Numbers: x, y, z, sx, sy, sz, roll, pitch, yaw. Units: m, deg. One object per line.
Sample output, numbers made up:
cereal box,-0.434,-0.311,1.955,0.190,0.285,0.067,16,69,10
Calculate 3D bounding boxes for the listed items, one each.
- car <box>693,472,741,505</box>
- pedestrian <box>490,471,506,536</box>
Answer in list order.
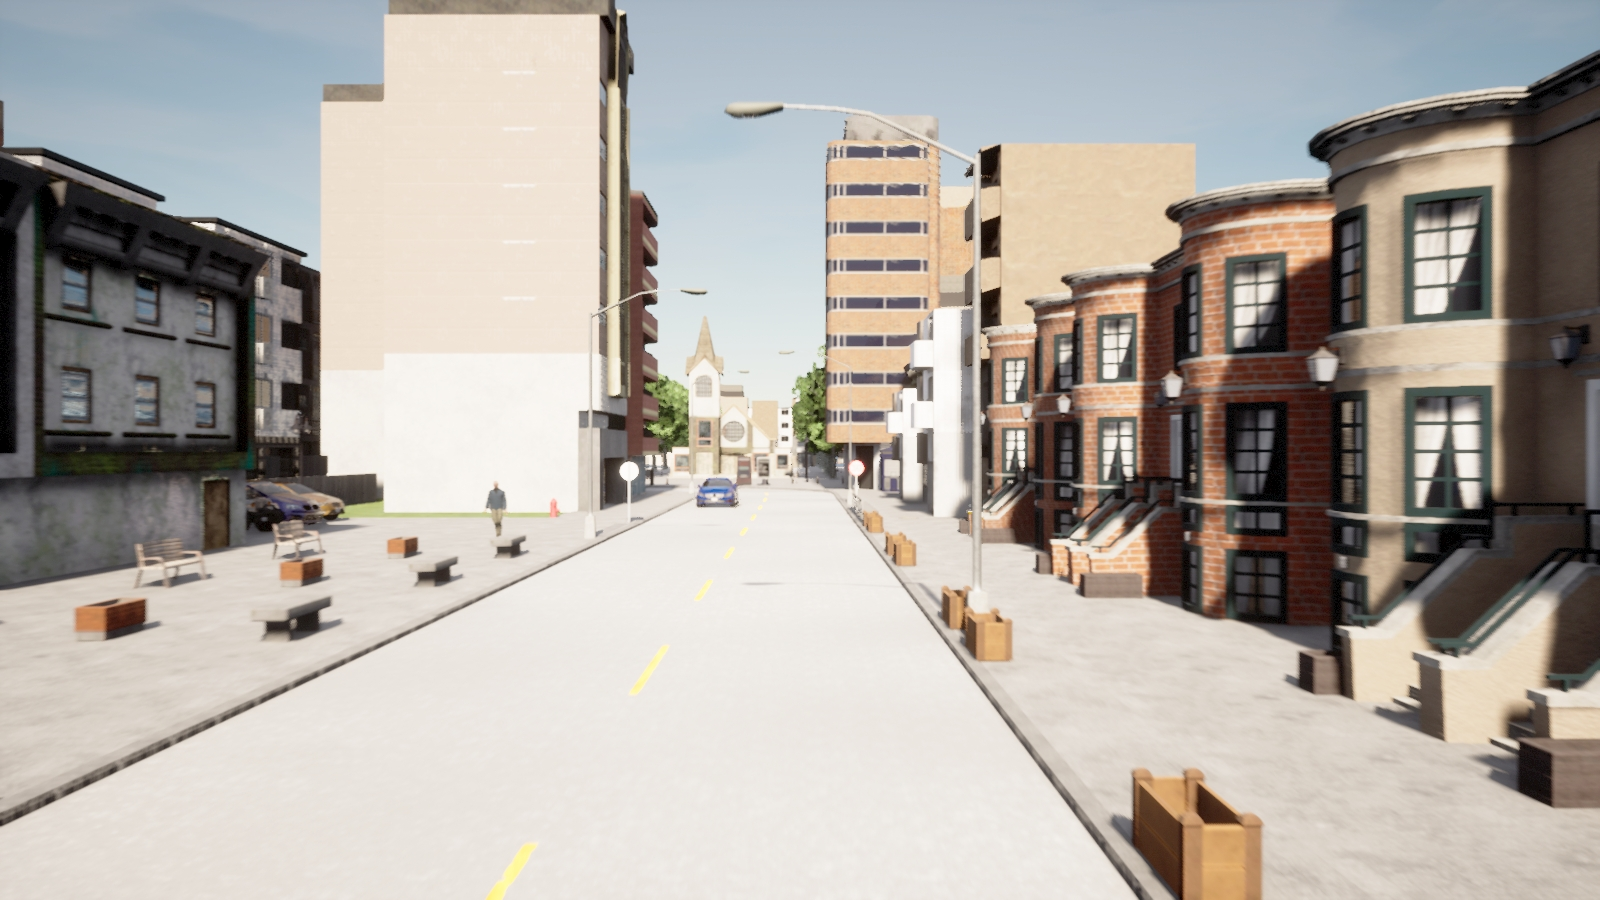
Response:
car,-4.046,1.861,56.433,2.002,1.442,4.674,0,0,0
pedestrian,-8.700,1.526,32.918,0.375,1.860,0.375,0,0,-3
